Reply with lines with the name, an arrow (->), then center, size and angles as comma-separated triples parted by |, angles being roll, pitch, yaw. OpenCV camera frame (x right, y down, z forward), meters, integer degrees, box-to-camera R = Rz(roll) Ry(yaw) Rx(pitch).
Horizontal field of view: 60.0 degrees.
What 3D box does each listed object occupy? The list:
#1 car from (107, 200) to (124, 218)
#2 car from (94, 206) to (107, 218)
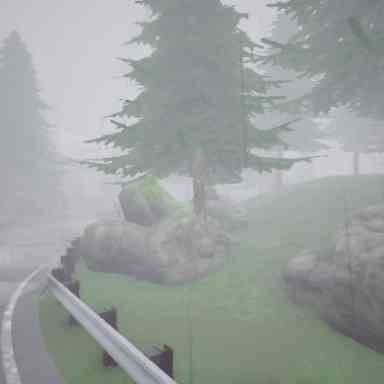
car -> -5.955, 1.760, 31.614 | 2.150, 2.045, 5.566 | 1, -1, 2
car -> -9.373, 2.202, 37.046 | 1.895, 1.301, 4.718 | 1, -1, 2
